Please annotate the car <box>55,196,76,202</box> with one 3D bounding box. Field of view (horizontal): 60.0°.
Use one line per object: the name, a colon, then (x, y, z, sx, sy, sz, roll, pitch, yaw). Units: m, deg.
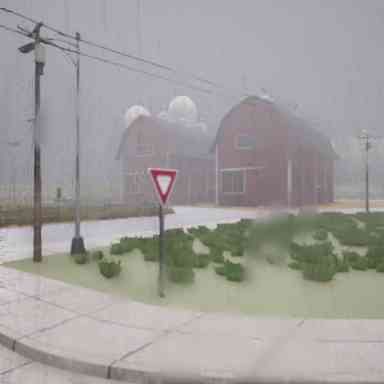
car: (-20.016, 1.424, 53.386, 5.008, 1.535, 1.882, 0, 0, 34)
